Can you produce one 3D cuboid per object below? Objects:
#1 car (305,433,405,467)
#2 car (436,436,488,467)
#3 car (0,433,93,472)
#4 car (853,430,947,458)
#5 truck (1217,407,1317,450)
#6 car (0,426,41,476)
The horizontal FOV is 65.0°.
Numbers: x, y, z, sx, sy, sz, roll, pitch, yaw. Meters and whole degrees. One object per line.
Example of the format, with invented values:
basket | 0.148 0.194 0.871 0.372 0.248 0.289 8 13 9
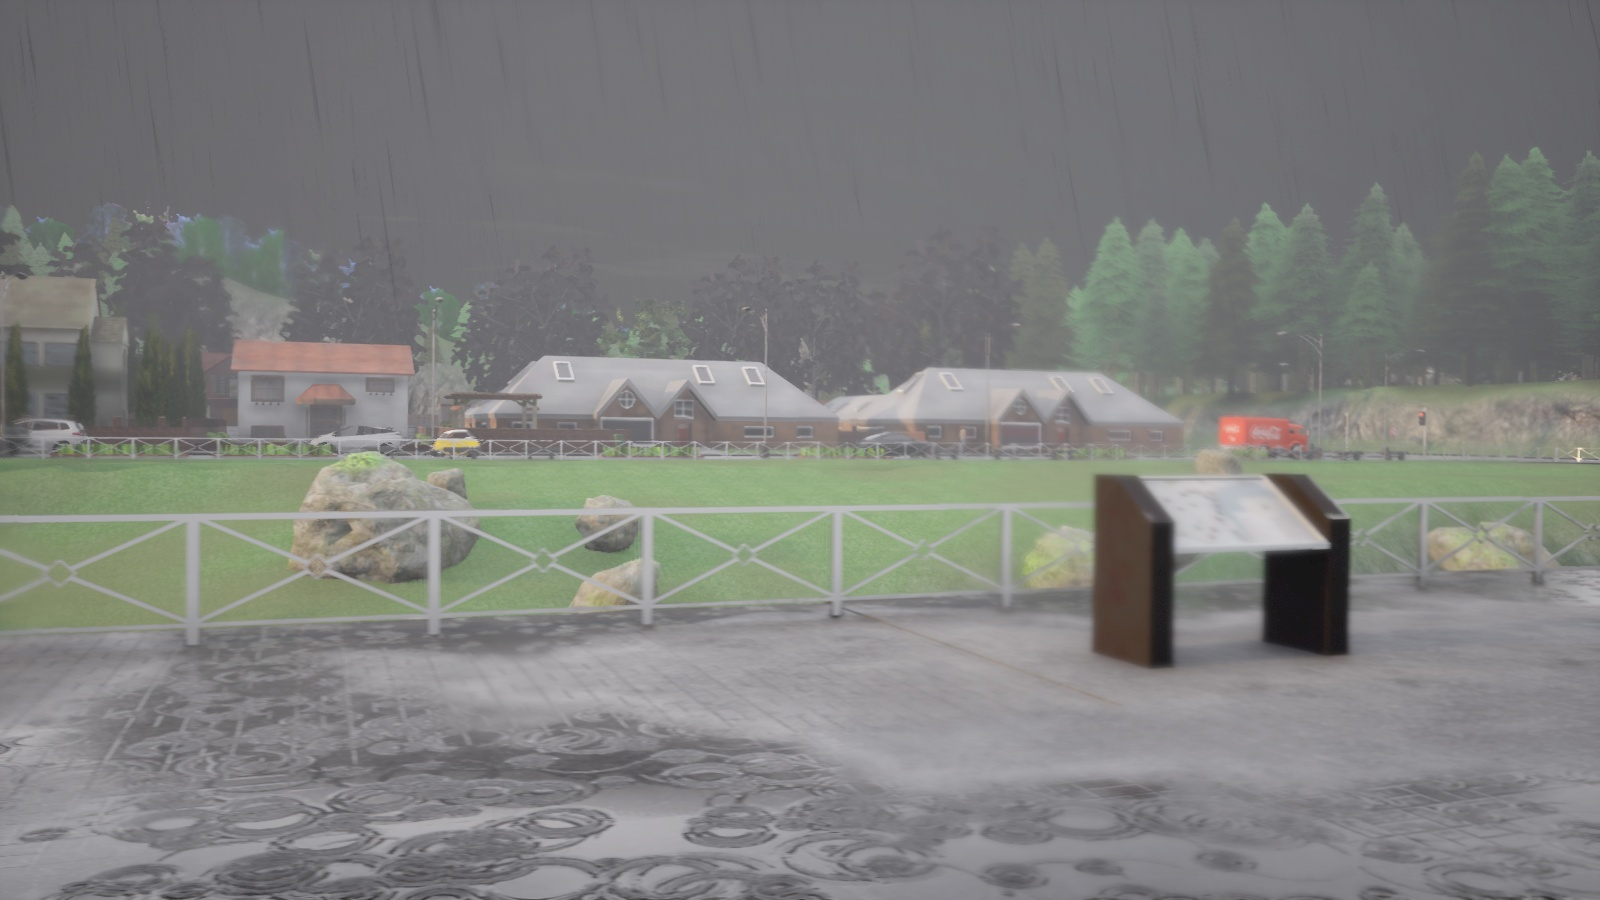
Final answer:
car | -21.761 -0.022 61.476 4.514 1.525 2.007 -1 1 -21
car | -15.984 0.058 59.402 2.207 1.376 1.481 -1 1 -21
car | -34.674 0.095 56.551 4.611 1.667 2.242 -1 1 -21
car | 5.384 -0.334 67.548 4.674 1.442 1.812 -1 1 -21
truck | 28.375 -1.263 76.310 5.204 2.467 2.627 1 0 -21
car | -34.952 0.045 52.160 5.566 2.045 2.150 -1 1 -21
